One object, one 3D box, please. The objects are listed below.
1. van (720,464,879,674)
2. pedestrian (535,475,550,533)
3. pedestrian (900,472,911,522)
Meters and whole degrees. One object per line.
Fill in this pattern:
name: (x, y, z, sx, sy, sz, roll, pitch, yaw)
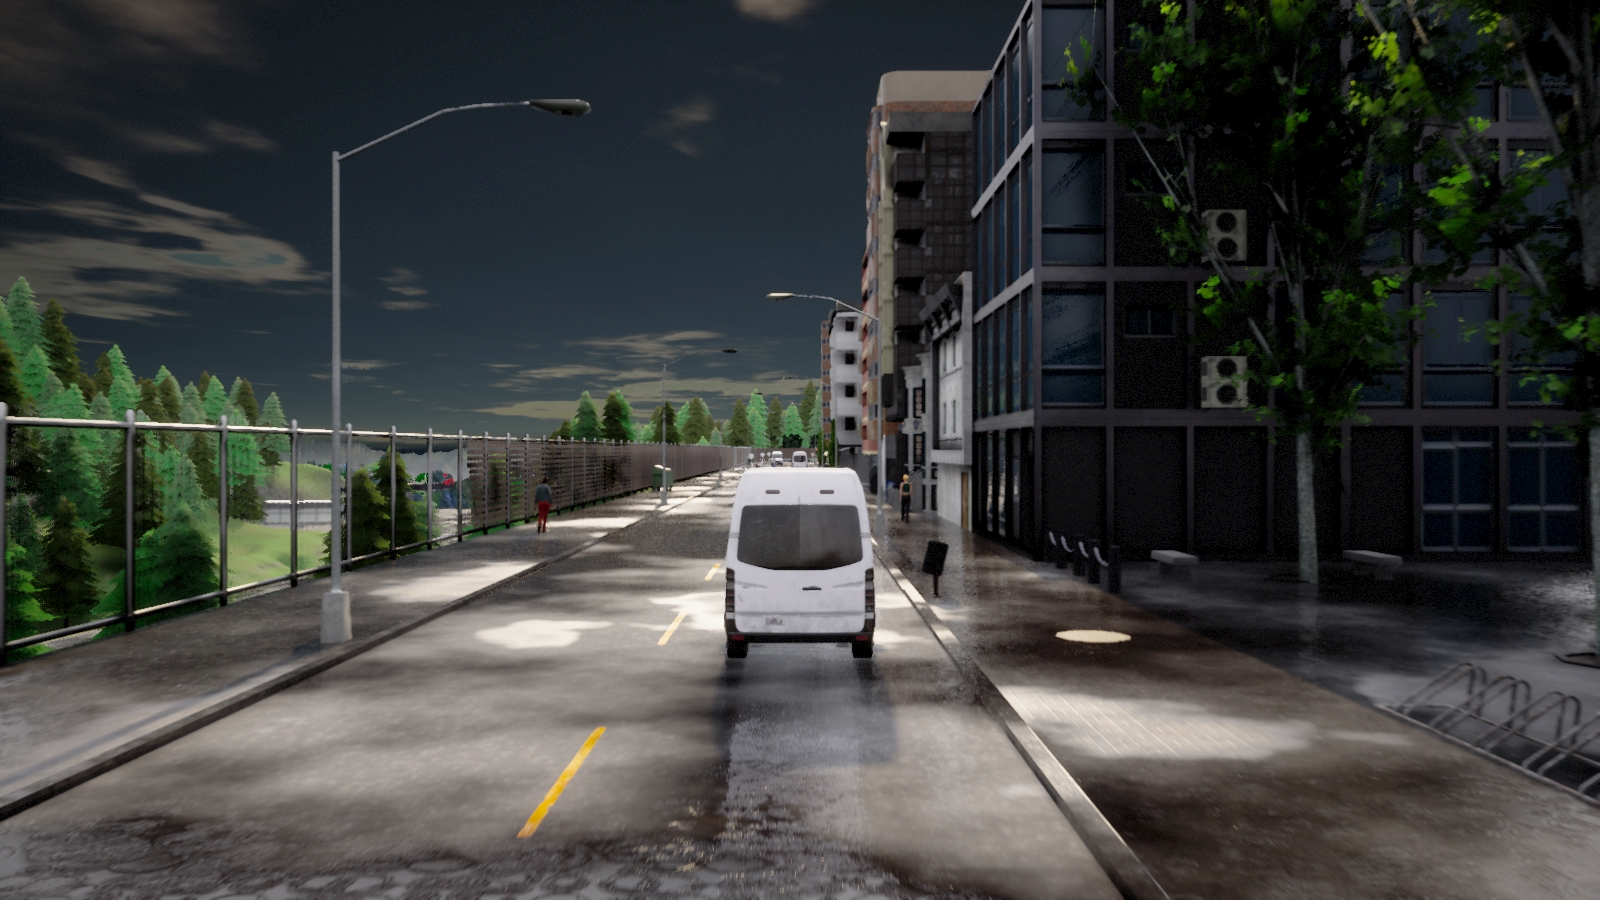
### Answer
van: (-0.007, 1.534, 17.312, 1.988, 2.561, 5.915, 0, 0, 0)
pedestrian: (-8.321, 1.745, 36.951, 0.375, 1.860, 0.375, 0, 0, 1)
pedestrian: (3.952, 1.744, 42.780, 0.375, 1.860, 0.375, 0, 0, -3)
